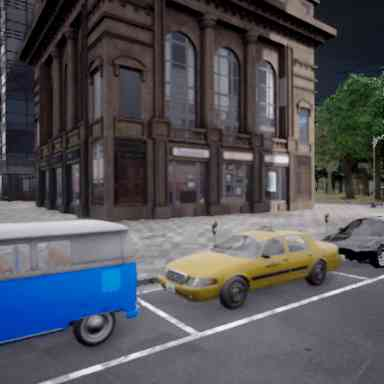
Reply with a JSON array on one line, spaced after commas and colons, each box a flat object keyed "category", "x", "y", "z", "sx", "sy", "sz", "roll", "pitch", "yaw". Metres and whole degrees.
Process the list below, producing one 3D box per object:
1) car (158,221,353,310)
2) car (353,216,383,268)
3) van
[{"category": "car", "x": 1.552, "y": 1.497, "z": 7.757, "sx": 4.829, "sy": 1.417, "sz": 1.752, "roll": 0, "pitch": 0, "yaw": -36}, {"category": "car", "x": 6.117, "y": 1.509, "z": 11.014, "sx": 4.313, "sy": 1.339, "sz": 1.947, "roll": 0, "pitch": 0, "yaw": -36}, {"category": "van", "x": -2.737, "y": 1.340, "z": 4.697, "sx": 3.998, "sy": 1.788, "sz": 1.690, "roll": 0, "pitch": 0, "yaw": -36}]
